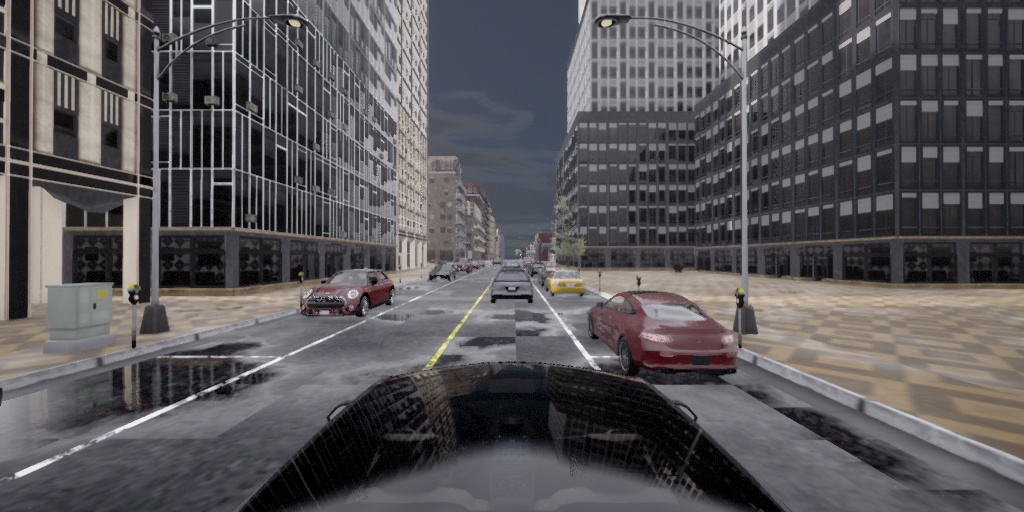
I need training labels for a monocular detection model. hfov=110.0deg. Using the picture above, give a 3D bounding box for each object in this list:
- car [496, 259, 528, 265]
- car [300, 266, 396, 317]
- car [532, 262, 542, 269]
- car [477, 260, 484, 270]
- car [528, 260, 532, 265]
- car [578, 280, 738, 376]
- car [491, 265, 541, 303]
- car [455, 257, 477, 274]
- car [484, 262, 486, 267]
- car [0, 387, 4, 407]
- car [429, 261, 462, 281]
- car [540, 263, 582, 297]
[{"bbox_3d":[0.000,1.255,31.500,2.128,1.511,4.902,0,0,0],"label":"car"},{"bbox_3d":[-5.690,1.191,12.872,1.967,1.591,4.097,0,0,0],"label":"car"},{"bbox_3d":[2.659,1.305,24.224,2.007,1.370,4.403,0,0,0],"label":"car"},{"bbox_3d":[-5.690,1.322,52.695,1.888,1.381,4.507,0,0,0],"label":"car"},{"bbox_3d":[2.658,1.327,35.601,1.948,1.339,4.313,0,0,0],"label":"car"},{"bbox_3d":[2.673,1.332,7.157,1.802,1.307,4.207,0,0,0],"label":"car"},{"bbox_3d":[0.000,1.317,16.500,2.033,1.411,5.357,0,0,0],"label":"car"},{"bbox_3d":[-5.690,1.080,41.317,2.192,1.841,5.009,0,0,0],"label":"car"},{"bbox_3d":[-5.690,1.356,64.073,1.948,1.339,4.313,0,0,0],"label":"car"},{"bbox_3d":[-5.690,1.300,1.495,2.007,1.370,4.403,0,0,0],"label":"car"},{"bbox_3d":[-5.690,1.323,29.939,1.948,1.339,4.313,0,0,0],"label":"car"},{"bbox_3d":[2.664,1.278,18.705,1.751,1.417,4.829,0,0,0],"label":"car"}]
